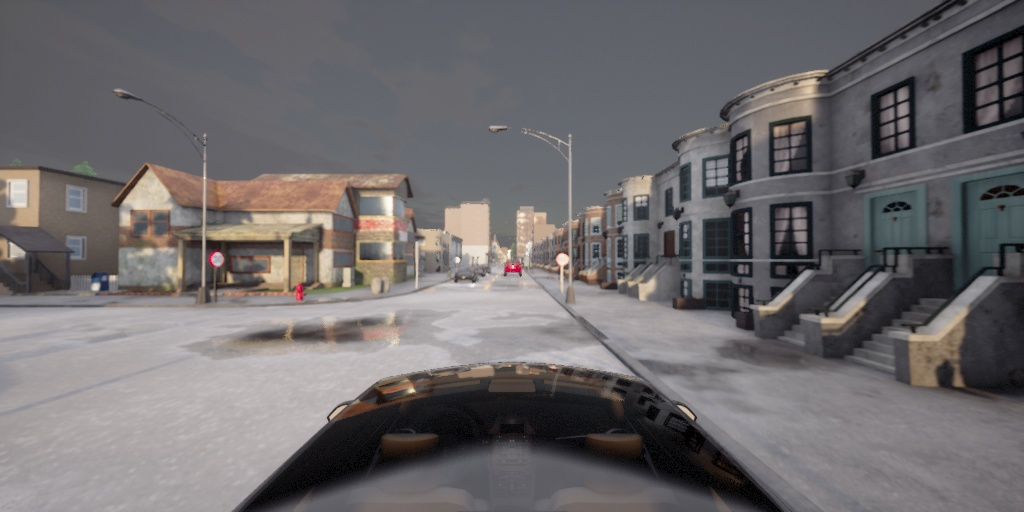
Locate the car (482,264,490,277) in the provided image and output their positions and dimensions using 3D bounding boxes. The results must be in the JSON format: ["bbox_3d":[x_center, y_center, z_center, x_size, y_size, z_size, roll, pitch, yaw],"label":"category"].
[{"bbox_3d":[-4.069,1.713,42.023,2.128,1.511,4.902,0,-1,0],"label":"car"}]

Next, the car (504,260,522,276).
[{"bbox_3d":[0.128,1.494,46.517,2.150,2.045,5.566,0,-1,0],"label":"car"}]

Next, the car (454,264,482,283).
[{"bbox_3d":[-4.085,1.617,32.649,1.837,1.490,4.892,0,-1,0],"label":"car"}]
